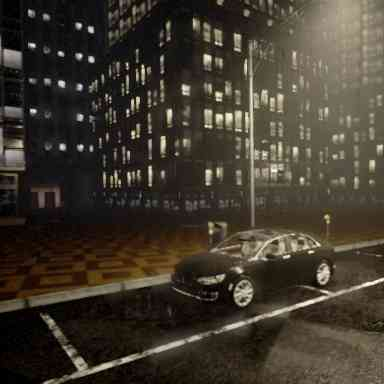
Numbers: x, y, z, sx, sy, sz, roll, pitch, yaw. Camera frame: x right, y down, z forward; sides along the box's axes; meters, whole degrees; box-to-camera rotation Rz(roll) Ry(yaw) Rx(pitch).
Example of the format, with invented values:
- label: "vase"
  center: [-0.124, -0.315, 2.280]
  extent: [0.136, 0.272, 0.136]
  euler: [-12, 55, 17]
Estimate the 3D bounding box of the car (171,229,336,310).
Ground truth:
- label: "car"
  center: [1.588, 1.569, 7.711]
  extent: [4.403, 1.369, 2.008]
  euler: [0, -1, -36]
